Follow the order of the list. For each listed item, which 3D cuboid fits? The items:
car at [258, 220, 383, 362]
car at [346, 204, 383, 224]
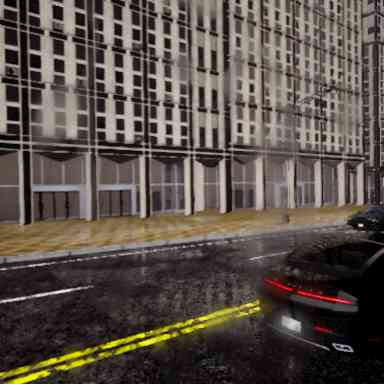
[{"bbox_3d":[3.270,1.469,5.773,4.892,1.490,1.837,0,0,-36],"label":"car"},{"bbox_3d":[11.434,1.423,19.832,5.357,1.411,2.033,0,0,-35],"label":"car"}]
